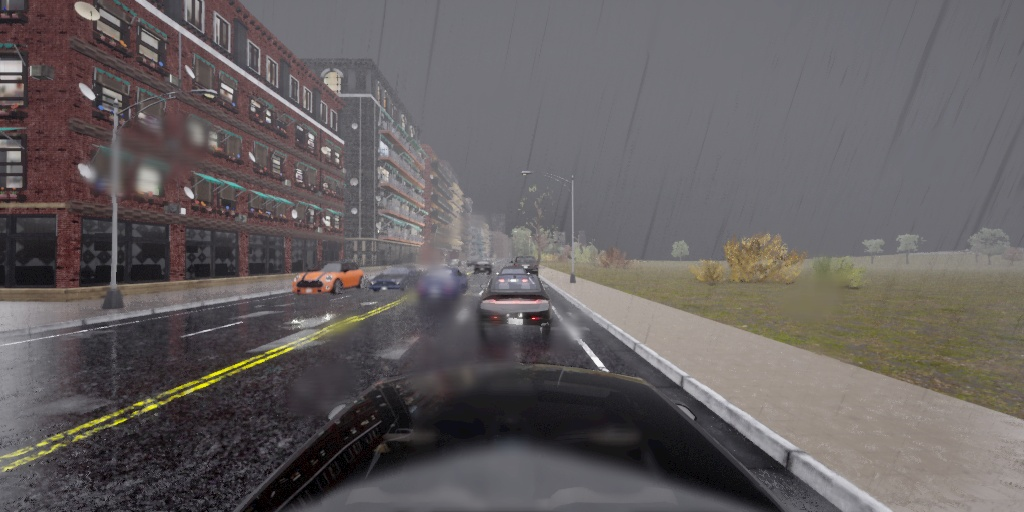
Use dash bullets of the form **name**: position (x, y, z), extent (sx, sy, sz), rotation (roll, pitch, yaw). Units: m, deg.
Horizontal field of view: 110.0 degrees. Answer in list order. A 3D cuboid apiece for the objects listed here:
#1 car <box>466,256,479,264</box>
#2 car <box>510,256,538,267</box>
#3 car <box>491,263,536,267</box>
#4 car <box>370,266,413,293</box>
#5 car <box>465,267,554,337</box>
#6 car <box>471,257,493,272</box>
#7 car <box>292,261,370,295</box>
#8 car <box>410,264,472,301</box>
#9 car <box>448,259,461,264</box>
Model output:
- **car**: position (-6.692, 0.973, 63.206), extent (2.150, 2.045, 5.566), rotation (0, 0, 0)
- **car**: position (1.076, 0.978, 30.997), extent (2.150, 2.045, 5.566), rotation (0, 0, 0)
- **car**: position (0.065, 1.300, 20.785), extent (2.033, 1.411, 5.357), rotation (0, 0, 0)
- **car**: position (-6.642, 1.300, 21.300), extent (2.033, 1.411, 5.357), rotation (0, 0, 0)
- **car**: position (0.083, 1.243, 10.345), extent (2.128, 1.511, 4.902), rotation (0, 0, 0)
- **car**: position (-3.233, 1.231, 41.254), extent (1.882, 1.535, 5.008), rotation (0, 0, 0)
- **car**: position (-9.888, 1.105, 19.686), extent (2.097, 1.767, 4.553), rotation (0, 0, 0)
- **car**: position (-3.182, 1.278, 17.108), extent (1.812, 1.442, 4.674), rotation (0, 0, 0)
- **car**: position (-9.946, 1.244, 62.291), extent (2.128, 1.511, 4.902), rotation (0, 0, 0)
